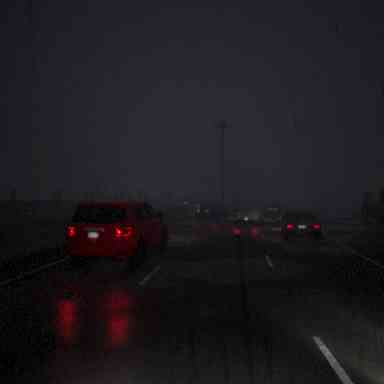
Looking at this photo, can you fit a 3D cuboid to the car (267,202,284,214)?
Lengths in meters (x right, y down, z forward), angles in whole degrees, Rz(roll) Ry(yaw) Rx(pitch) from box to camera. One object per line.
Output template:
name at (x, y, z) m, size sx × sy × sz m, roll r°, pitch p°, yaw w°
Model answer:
car at (9.931, 1.925, 39.526) m, size 2.033 × 1.411 × 5.357 m, roll 0°, pitch -1°, yaw 27°

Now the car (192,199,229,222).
car at (1.920, 1.617, 29.474) m, size 2.097 × 1.767 × 4.553 m, roll 0°, pitch -1°, yaw 18°

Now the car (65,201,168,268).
car at (-2.390, 1.320, 11.942) m, size 2.150 × 2.045 × 5.566 m, roll 0°, pitch -1°, yaw 8°

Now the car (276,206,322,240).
car at (5.855, 1.726, 18.202) m, size 2.033 × 1.411 × 5.357 m, roll 0°, pitch -1°, yaw 13°

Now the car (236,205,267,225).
car at (4.735, 1.777, 26.916) m, size 1.812 × 1.442 × 4.674 m, roll 0°, pitch -1°, yaw 18°

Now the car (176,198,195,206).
car at (0.459, 1.939, 44.392) m, size 2.033 × 1.411 × 5.357 m, roll 0°, pitch -1°, yaw 27°

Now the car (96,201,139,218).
car at (-7.597, 1.758, 34.560) m, size 1.882 × 1.535 × 5.008 m, roll 0°, pitch -1°, yaw 20°

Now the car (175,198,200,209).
car at (-0.734, 1.844, 56.427) m, size 2.097 × 1.767 × 4.553 m, roll 0°, pitch -1°, yaw 32°
